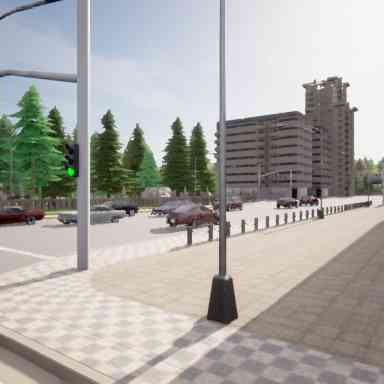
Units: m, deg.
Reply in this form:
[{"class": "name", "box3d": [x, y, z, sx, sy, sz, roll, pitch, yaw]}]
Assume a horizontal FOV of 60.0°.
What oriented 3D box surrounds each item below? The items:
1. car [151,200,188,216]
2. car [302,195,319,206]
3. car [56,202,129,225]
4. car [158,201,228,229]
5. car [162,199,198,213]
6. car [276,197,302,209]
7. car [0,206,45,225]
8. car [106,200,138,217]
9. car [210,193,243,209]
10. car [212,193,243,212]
[{"class": "car", "box3d": [-1.508, 1.547, 31.569, 2.033, 1.411, 5.357, 0, 0, 36]}, {"class": "car", "box3d": [19.069, 1.352, 54.102, 2.097, 1.767, 4.553, 0, 0, 35]}, {"class": "car", "box3d": [-7.110, 1.601, 23.710, 1.895, 1.301, 4.718, 0, 0, 35]}, {"class": "car", "box3d": [0.200, 1.526, 21.590, 1.812, 1.442, 4.674, 0, 0, 35]}, {"class": "car", "box3d": [-1.304, 1.564, 37.898, 1.994, 1.385, 4.181, 0, 0, 35]}, {"class": "car", "box3d": [13.186, 1.505, 45.837, 1.837, 1.490, 4.892, 0, 0, 35]}, {"class": "car", "box3d": [-12.534, 1.601, 22.207, 1.895, 1.301, 4.718, 0, 0, 37]}, {"class": "car", "box3d": [-7.050, 1.478, 29.828, 1.882, 1.535, 5.008, 0, 0, 36]}, {"class": "car", "box3d": [4.946, 1.221, 46.600, 2.150, 2.045, 5.566, 0, 0, 36]}, {"class": "car", "box3d": [4.298, 1.352, 39.705, 2.097, 1.767, 4.553, 0, 0, 36]}]
